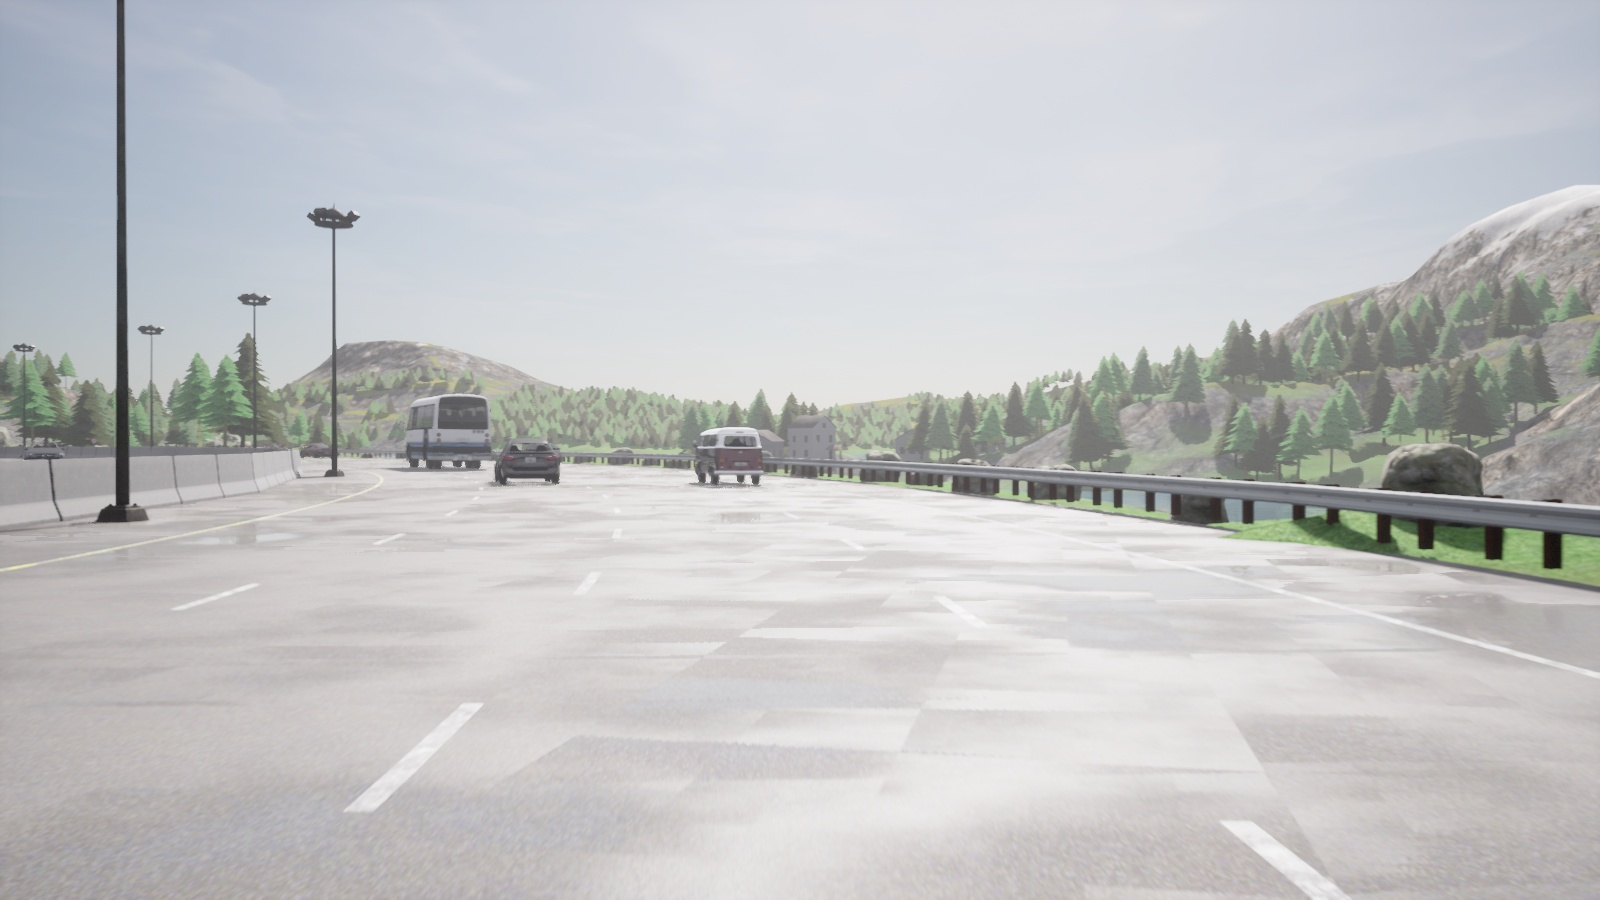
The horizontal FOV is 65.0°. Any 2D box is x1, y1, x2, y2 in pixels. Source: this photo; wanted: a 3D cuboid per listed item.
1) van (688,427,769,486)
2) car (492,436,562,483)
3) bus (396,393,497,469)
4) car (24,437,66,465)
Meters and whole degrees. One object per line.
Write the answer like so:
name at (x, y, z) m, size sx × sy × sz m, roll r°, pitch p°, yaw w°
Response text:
van at (-2.673, 0.209, 45.980) m, size 2.069 × 2.038 × 4.480 m, roll 0°, pitch 0°, yaw -15°
car at (-10.360, 0.317, 47.472) m, size 2.242 × 1.667 × 4.611 m, roll 0°, pitch 0°, yaw -17°
bus at (-21.368, -1.067, 75.387) m, size 3.944 × 4.253 × 10.273 m, roll 0°, pitch 0°, yaw -26°
car at (-46.478, 0.062, 77.296) m, size 2.152 × 1.651 × 5.027 m, roll 0°, pitch 0°, yaw -32°
